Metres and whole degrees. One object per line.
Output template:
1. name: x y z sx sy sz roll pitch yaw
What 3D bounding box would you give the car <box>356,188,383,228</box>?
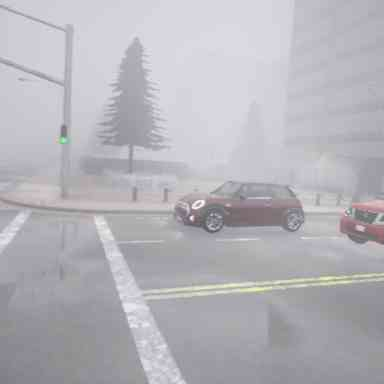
1. car: 10.231 0.773 14.997 4.902 1.511 2.128 2 5 -20

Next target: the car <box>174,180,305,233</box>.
1. car: 1.699 0.363 11.878 4.553 1.767 2.097 2 5 -20

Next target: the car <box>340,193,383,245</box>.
1. car: 7.321 0.740 10.206 5.566 2.045 2.150 2 5 -20
